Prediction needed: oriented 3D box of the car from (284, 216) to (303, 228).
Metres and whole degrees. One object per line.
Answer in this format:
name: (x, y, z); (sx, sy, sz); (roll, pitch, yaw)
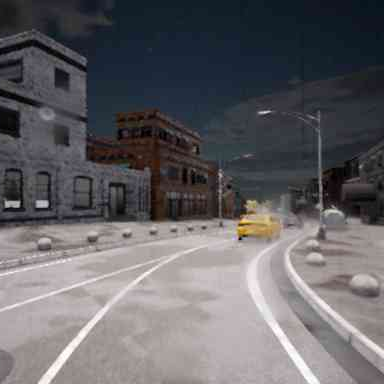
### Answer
car: (11.852, 3.502, 38.840); (1.994, 1.385, 4.181); (-1, -4, 21)

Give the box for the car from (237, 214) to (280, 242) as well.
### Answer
car: (4.161, 2.129, 20.289); (1.882, 1.535, 5.008); (-1, -4, 23)

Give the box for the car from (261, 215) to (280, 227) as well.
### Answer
car: (10.660, 3.836, 44.904); (2.128, 1.511, 4.902); (-1, -4, 19)
